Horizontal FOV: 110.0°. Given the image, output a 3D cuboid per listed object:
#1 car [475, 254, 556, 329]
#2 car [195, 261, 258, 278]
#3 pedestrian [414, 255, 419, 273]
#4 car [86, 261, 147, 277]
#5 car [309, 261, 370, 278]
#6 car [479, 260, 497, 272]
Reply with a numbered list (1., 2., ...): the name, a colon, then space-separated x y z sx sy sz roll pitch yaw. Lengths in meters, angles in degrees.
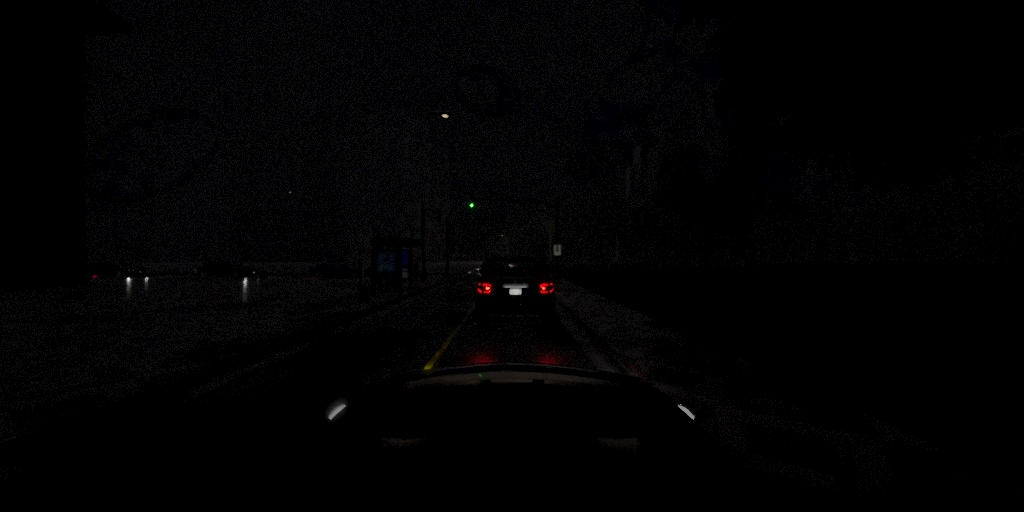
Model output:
1. car: 0.099 0.977 11.480 2.150 2.045 5.566 0 0 0
2. car: -25.344 1.209 31.908 4.892 1.490 1.837 0 0 1
3. pedestrian: -10.071 0.840 37.750 0.375 1.860 0.375 0 0 1
4. car: -35.716 1.181 32.185 4.892 1.490 1.837 0 0 2
5. car: -15.157 1.210 31.650 5.008 1.535 1.882 0 0 0
6. car: -3.083 1.300 47.171 2.033 1.411 5.357 0 0 0
